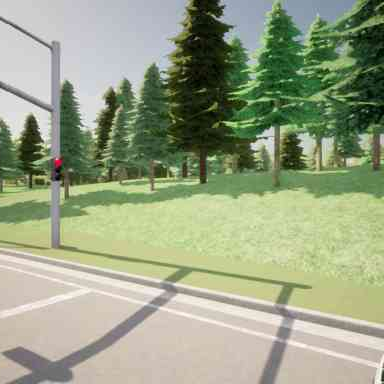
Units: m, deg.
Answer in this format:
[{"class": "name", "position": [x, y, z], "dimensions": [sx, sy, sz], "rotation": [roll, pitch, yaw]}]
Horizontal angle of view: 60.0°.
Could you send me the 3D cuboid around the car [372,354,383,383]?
[{"class": "car", "position": [3.381, 1.352, 1.583], "dimensions": [4.553, 1.767, 2.097], "rotation": [0, 0, 35]}]
